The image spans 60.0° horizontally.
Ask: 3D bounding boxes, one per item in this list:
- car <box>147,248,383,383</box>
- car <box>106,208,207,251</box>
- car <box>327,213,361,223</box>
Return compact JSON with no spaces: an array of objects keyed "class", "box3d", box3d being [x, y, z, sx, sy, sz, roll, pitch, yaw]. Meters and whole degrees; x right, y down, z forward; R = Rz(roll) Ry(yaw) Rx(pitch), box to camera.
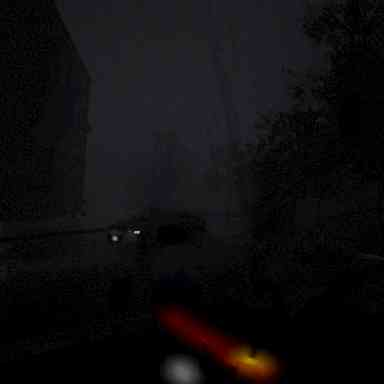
[{"class":"car","box3d":[2.022,1.495,4.328,5.008,1.535,1.882,0,0,-32]},{"class":"car","box3d":[-1.279,1.451,13.880,2.128,1.511,4.902,2,0,37]},{"class":"car","box3d":[24.001,4.051,52.563,4.892,1.490,1.837,3,-3,6]}]
